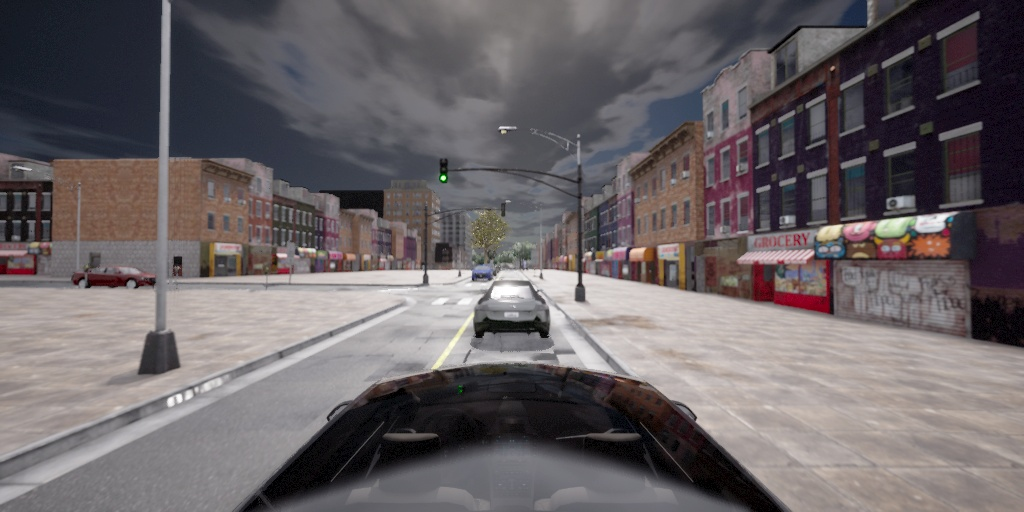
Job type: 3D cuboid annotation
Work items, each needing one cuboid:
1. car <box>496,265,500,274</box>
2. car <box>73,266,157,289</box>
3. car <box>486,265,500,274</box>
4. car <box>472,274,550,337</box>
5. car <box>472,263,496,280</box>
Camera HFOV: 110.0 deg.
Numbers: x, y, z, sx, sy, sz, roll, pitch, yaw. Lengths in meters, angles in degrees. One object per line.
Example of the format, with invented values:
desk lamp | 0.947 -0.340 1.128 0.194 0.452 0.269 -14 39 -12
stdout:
car | -3.007 1.734 46.406 2.097 1.767 4.553 0 -1 0
car | -23.309 1.275 21.402 4.507 1.381 1.888 0 0 0
car | -3.033 2.145 57.792 1.994 1.385 4.181 0 -1 0
car | -0.011 1.401 10.637 1.994 1.385 4.181 0 -1 0
car | -2.971 1.691 36.570 1.882 1.535 5.008 0 -1 0
